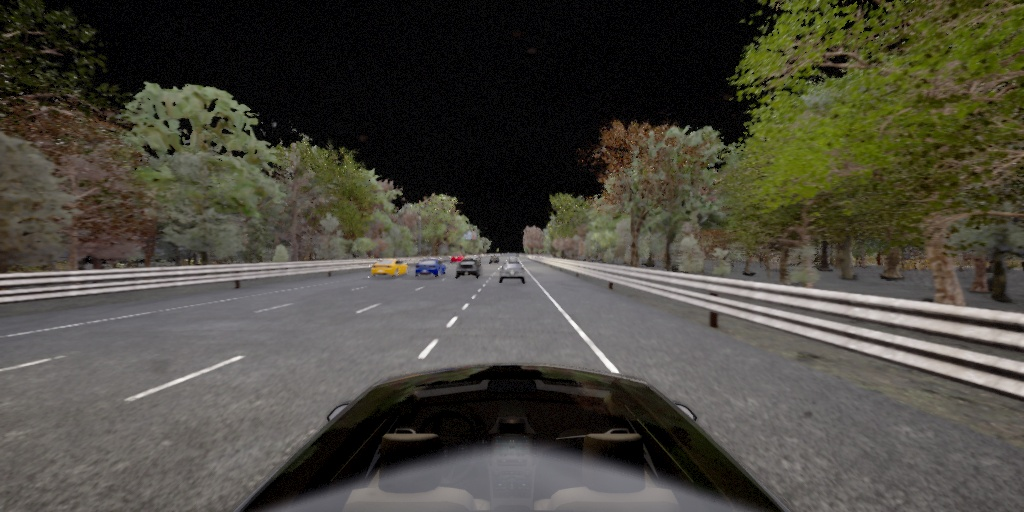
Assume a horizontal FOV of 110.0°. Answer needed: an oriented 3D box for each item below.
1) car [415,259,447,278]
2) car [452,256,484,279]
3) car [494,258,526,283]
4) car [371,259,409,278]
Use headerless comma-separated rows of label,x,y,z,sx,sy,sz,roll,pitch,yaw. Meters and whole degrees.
car,-6.939,1.008,31.029,1.882,1.535,5.008,0,1,0
car,-3.446,1.048,29.685,1.837,1.490,4.892,0,1,0
car,0.023,1.117,25.829,2.033,1.411,5.357,0,0,0
car,-10.439,1.008,31.019,1.882,1.535,5.008,0,1,0
